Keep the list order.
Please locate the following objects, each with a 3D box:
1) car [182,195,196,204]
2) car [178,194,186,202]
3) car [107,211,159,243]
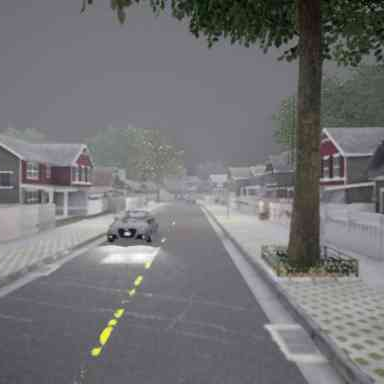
[{"bbox_3d":[-0.423,1.753,67.327,1.895,1.301,4.718,0,0,-7],"label":"car"},{"bbox_3d":[-1.916,1.346,77.405,2.097,1.767,4.553,0,0,-14],"label":"car"},{"bbox_3d":[-2.788,1.628,16.367,1.994,1.385,4.181,0,0,0],"label":"car"}]
